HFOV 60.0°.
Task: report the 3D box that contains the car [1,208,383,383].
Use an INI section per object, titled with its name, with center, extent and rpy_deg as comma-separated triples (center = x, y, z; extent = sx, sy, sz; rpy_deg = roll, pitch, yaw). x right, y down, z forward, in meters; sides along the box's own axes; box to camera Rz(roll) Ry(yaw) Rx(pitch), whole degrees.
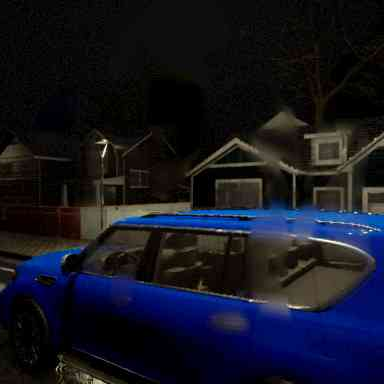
[car]
center = 0.003, 1.223, 3.966
extent = 5.566, 2.045, 2.150
rpy_deg = 0, 0, 35
